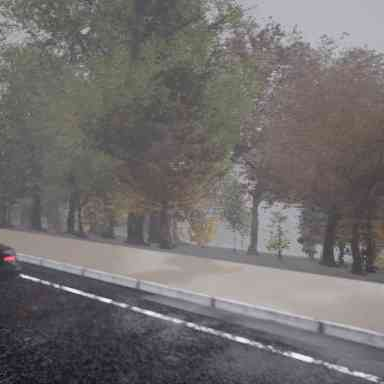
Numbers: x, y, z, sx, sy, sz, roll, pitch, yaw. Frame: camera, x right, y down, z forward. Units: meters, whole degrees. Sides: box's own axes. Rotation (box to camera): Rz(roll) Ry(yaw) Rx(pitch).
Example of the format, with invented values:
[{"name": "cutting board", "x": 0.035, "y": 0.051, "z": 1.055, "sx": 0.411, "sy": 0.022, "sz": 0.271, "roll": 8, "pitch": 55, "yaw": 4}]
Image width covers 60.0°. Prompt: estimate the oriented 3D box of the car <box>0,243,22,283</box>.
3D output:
[{"name": "car", "x": -6.330, "y": 1.497, "z": 8.202, "sx": 5.357, "sy": 1.411, "sz": 2.033, "roll": 0, "pitch": 0, "yaw": 36}]
